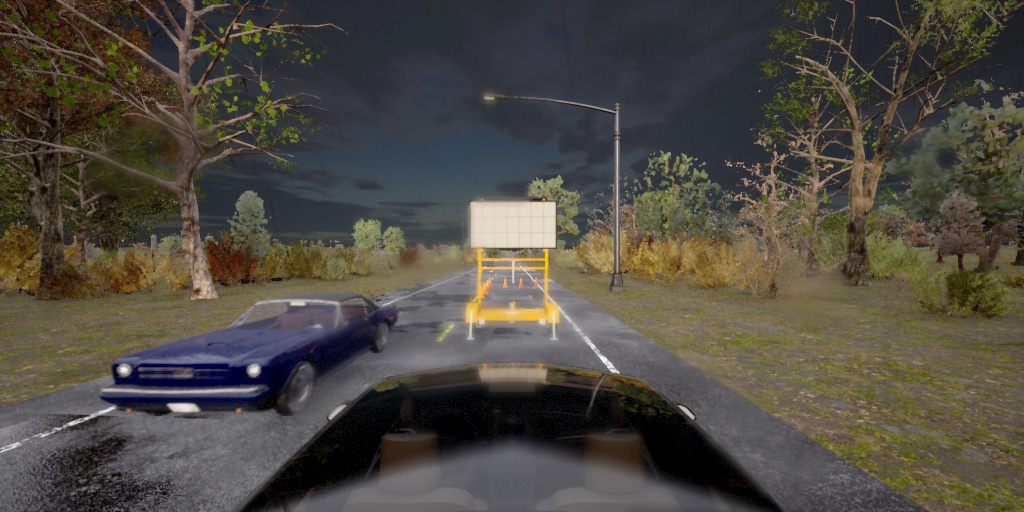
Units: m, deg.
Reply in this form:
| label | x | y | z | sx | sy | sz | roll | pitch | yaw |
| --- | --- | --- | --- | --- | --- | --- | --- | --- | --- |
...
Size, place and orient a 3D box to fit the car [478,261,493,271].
| label | x | y | z | sx | sy | sz | roll | pitch | yaw |
| --- | --- | --- | --- | --- | --- | --- | --- | --- | --- |
| car | -3.605 | 1.232 | 49.605 | 1.837 | 1.490 | 4.892 | 0 | 0 | 0 |

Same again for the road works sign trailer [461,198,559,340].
| label | x | y | z | sx | sy | sz | roll | pitch | yaw |
| --- | --- | --- | --- | --- | --- | --- | --- | --- | --- |
| road works sign trailer | 0.038 | 0.211 | 9.951 | 2.380 | 3.560 | 2.880 | 0 | 0 | 1 |

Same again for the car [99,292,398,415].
| label | x | y | z | sx | sy | sz | roll | pitch | yaw |
| --- | --- | --- | --- | --- | --- | --- | --- | --- | --- |
| car | -3.578 | 1.349 | 6.119 | 1.895 | 1.301 | 4.718 | 0 | 0 | 0 |
